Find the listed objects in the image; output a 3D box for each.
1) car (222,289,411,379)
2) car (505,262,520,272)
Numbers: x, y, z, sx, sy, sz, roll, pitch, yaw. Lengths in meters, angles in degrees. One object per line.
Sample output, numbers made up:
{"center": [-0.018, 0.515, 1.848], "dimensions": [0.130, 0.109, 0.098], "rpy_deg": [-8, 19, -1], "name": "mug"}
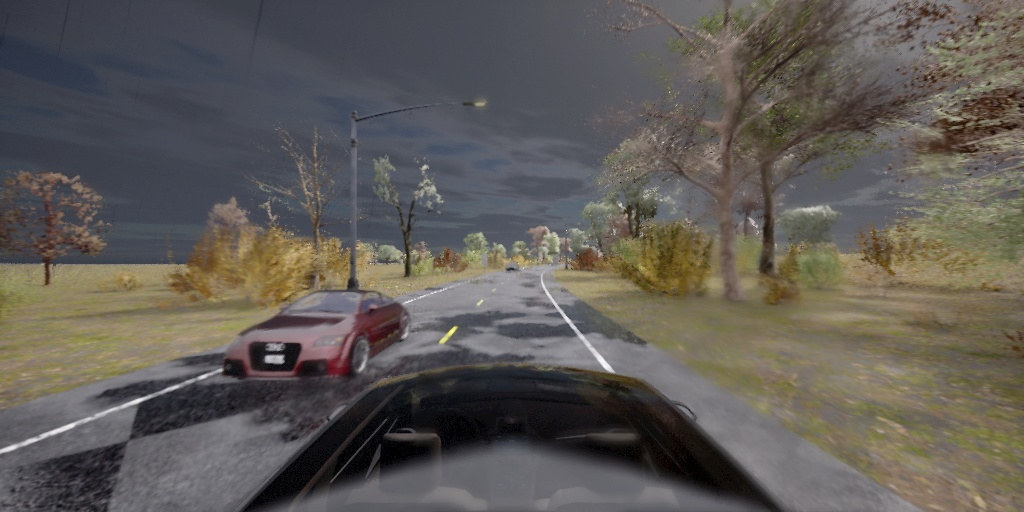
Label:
{"center": [-3.548, 1.387, 7.380], "dimensions": [1.994, 1.385, 4.181], "rpy_deg": [0, -1, 1], "name": "car"}
{"center": [0.133, 1.887, 61.713], "dimensions": [2.097, 1.767, 4.553], "rpy_deg": [0, -1, 7], "name": "car"}
